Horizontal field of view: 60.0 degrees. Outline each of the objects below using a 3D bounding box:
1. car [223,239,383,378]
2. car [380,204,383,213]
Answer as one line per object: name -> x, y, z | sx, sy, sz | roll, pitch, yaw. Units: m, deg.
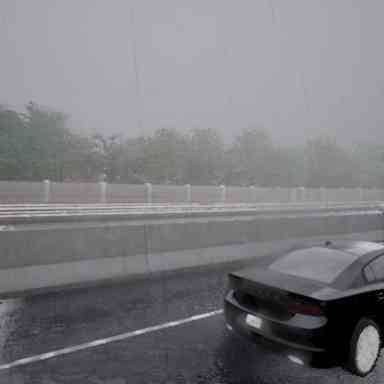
car -> 2.820, 1.556, 5.726 | 5.008, 1.535, 1.882 | 1, -1, -35
car -> 26.437, 1.816, 43.177 | 4.553, 1.767, 2.097 | 0, 0, -33
